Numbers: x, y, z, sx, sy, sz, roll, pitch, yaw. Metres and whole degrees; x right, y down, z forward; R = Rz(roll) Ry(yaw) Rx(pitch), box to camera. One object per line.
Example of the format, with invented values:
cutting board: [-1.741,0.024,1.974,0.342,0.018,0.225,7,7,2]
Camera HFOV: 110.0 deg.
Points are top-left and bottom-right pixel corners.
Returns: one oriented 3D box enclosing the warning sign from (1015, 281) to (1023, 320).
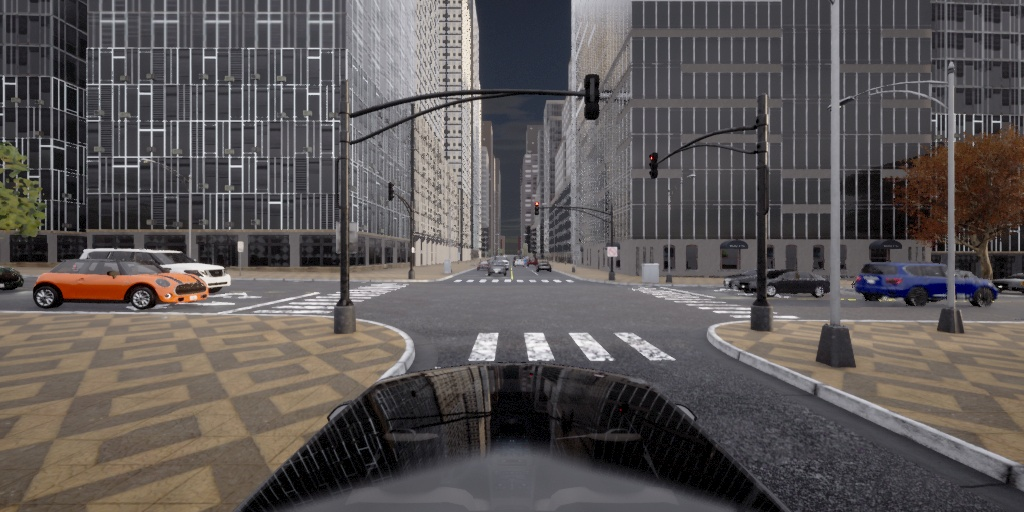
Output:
warning sign: [17.280,1.204,11.506,1.060,1.860,1.300,0,0,-3]

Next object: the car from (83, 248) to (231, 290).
car: [-15.927,0.704,15.992,5.566,2.045,2.150,1,0,-3]

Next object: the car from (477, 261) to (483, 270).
car: [-3.995,1.343,50.815,1.802,1.307,4.207,0,0,0]

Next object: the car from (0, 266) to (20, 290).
car: [-24.621,0.675,15.599,4.553,1.767,2.097,1,0,-2]

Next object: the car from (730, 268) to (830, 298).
car: [15.810,1.564,20.910,4.892,1.490,1.837,1,0,-4]

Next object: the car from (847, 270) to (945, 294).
car: [26.284,1.751,24.629,4.892,1.490,1.837,1,0,-3]

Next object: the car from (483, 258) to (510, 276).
car: [-1.480,1.258,37.115,2.128,1.511,4.902,0,0,0]

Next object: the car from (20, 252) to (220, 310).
car: [-13.726,0.876,12.839,4.553,1.767,2.097,1,0,-3]

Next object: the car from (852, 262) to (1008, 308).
car: [20.106,1.361,17.583,5.566,2.045,2.150,1,0,-4]

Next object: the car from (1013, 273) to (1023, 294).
car: [34.566,1.943,21.749,5.357,1.411,2.033,1,0,-2]

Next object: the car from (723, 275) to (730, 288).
car: [16.899,1.569,24.202,4.902,1.511,2.128,1,0,-3]

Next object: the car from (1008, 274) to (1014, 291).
car: [36.442,1.933,25.085,4.892,1.490,1.837,1,0,-2]

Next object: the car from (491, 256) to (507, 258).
car: [-1.525,0.983,50.632,2.150,2.045,5.566,0,0,0]

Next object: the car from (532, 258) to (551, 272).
car: [3.954,1.329,45.317,1.948,1.339,4.313,0,0,0]
